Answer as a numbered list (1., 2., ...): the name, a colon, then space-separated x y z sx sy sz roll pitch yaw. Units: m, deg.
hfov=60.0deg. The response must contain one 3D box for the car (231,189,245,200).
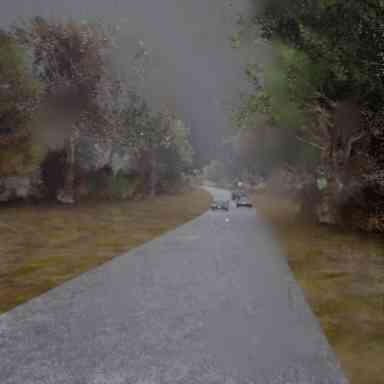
1. car: 7.920 0.418 56.771 2.150 2.045 5.566 0 3 3

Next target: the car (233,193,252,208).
1. car: 6.739 1.275 43.334 1.994 1.385 4.181 0 1 7

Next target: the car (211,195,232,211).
1. car: 3.253 1.341 37.581 1.837 1.490 4.892 1 1 8
